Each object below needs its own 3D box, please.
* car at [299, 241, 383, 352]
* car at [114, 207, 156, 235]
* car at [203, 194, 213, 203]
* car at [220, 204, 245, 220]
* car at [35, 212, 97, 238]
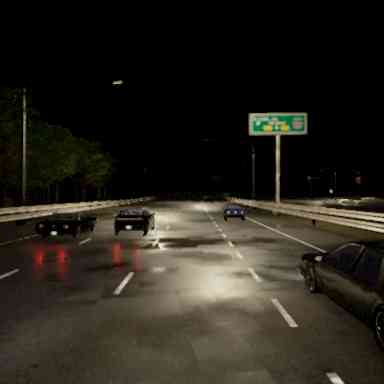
[{"bbox_3d":[3.608,1.609,5.991,2.033,1.411,5.357,0,-1,0],"label":"car"},{"bbox_3d":[-3.347,1.680,20.060,2.128,1.511,4.902,0,0,0],"label":"car"},{"bbox_3d":[4.244,1.968,82.191,1.837,1.490,4.892,0,0,1],"label":"car"},{"bbox_3d":[3.715,1.825,30.885,2.033,1.411,5.357,0,0,0],"label":"car"},{"bbox_3d":[-6.854,1.778,18.781,1.895,1.301,4.718,0,0,0],"label":"car"}]
